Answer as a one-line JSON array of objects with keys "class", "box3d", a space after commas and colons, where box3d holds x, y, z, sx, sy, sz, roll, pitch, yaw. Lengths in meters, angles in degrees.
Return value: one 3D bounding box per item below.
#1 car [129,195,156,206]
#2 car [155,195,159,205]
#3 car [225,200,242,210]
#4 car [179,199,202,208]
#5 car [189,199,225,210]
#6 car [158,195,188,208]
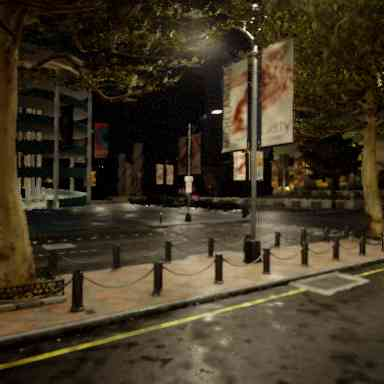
[{"class": "car", "box3d": [-10.048, 1.887, 64.931, 5.357, 1.411, 2.033, 0, -1, 43]}, {"class": "car", "box3d": [-7.029, 1.605, 67.092, 5.566, 2.045, 2.150, 0, -1, 45]}, {"class": "car", "box3d": [5.261, 1.939, 51.068, 2.033, 1.411, 5.357, 1, 0, -35]}, {"class": "car", "box3d": [-0.320, 1.917, 58.796, 1.812, 1.442, 4.674, 1, 0, -36]}, {"class": "car", "box3d": [2.204, 1.829, 49.318, 1.882, 1.535, 5.008, 1, 0, -35]}, {"class": "car", "box3d": [-3.236, 1.702, 56.832, 2.097, 1.767, 4.553, 1, 0, -37]}]
